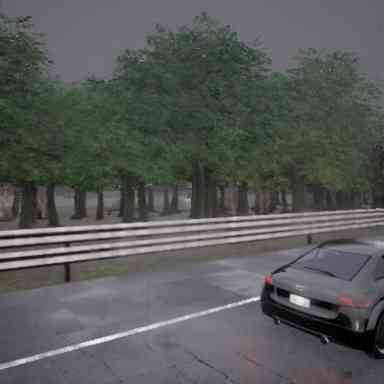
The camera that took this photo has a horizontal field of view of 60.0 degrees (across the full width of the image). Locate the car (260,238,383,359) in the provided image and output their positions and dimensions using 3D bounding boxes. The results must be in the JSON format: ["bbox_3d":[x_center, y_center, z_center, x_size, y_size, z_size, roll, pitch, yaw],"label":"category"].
[{"bbox_3d":[3.209,1.563,6.037,4.181,1.385,1.994,0,0,-36],"label":"car"}]
